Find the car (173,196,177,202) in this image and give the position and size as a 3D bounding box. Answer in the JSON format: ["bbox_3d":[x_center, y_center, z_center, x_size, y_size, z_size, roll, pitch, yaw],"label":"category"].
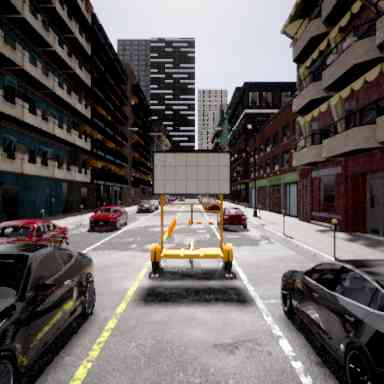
[{"bbox_3d":[-5.335,1.807,84.294,1.887,1.381,4.507,0,0,0],"label":"car"}]

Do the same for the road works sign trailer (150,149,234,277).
[{"bbox_3d":[-0.003,0.487,10.332,2.380,3.560,2.880,0,0,0],"label":"road works sign trailer"}]

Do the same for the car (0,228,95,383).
[{"bbox_3d":[-2.752,1.536,4.753,1.812,1.442,4.674,0,0,0],"label":"car"}]

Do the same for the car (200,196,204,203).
[{"bbox_3d":[2.557,1.680,50.168,1.887,1.381,4.507,1,0,0],"label":"car"}]

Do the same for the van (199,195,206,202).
[{"bbox_3d":[2.547,1.603,84.306,1.690,1.788,3.998,0,0,0],"label":"van"}]

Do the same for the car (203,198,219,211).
[{"bbox_3d":[2.560,1.682,38.789,1.802,1.307,4.206,1,0,0],"label":"car"}]

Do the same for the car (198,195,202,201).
[{"bbox_3d":[2.551,1.719,67.406,1.752,1.417,4.829,0,0,0],"label":"car"}]

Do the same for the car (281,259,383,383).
[{"bbox_3d":[2.571,1.576,4.651,1.947,1.339,4.313,1,0,0],"label":"car"}]

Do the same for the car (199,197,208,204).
[{"bbox_3d":[2.549,1.797,72.926,1.802,1.307,4.206,0,0,0],"label":"car"}]

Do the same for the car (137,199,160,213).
[{"bbox_3d":[-5.320,1.651,38.776,2.008,1.369,4.403,1,0,0],"label":"car"}]

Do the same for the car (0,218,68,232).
[{"bbox_3d":[-5.311,1.568,10.327,1.887,1.381,4.507,1,0,0],"label":"car"}]

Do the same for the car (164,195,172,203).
[{"bbox_3d":[-5.327,1.717,61.535,1.887,1.381,4.507,1,0,0],"label":"car"}]

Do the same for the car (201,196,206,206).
[{"bbox_3d":[2.559,1.662,44.479,1.887,1.381,4.507,1,0,0],"label":"car"}]

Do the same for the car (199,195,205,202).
[{"bbox_3d":[2.555,1.679,56.028,1.752,1.417,4.829,0,0,0],"label":"car"}]

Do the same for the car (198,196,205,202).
[{"bbox_3d":[2.544,1.812,90.165,1.752,1.417,4.829,0,0,0],"label":"car"}]

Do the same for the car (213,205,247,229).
[{"bbox_3d":[2.565,1.634,21.719,1.802,1.307,4.206,1,0,0],"label":"car"}]

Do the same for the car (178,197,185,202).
[{"bbox_3d":[-2.777,1.878,87.726,1.895,1.301,4.718,0,0,0],"label":"car"}]

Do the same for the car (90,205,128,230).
[{"bbox_3d":[-5.314,1.597,21.706,1.887,1.381,4.507,1,0,0],"label":"car"}]
